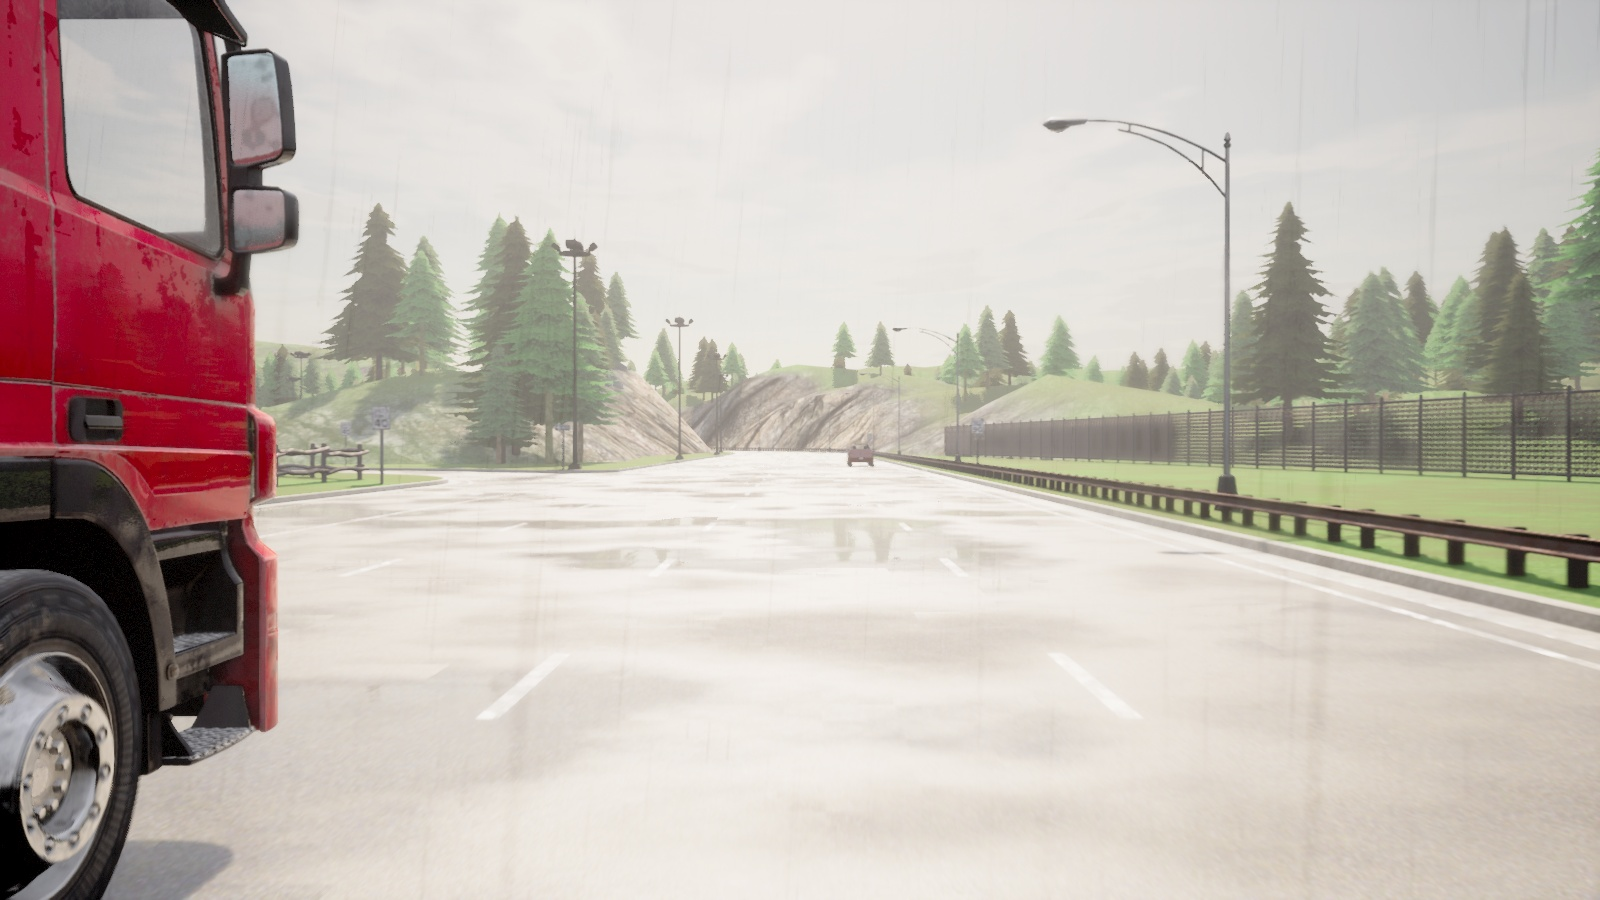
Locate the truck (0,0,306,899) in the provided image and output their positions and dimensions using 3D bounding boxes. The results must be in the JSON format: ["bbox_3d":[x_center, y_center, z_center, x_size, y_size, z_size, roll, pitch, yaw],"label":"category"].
[{"bbox_3d":[-3.476,-0.244,1.148,2.891,3.462,7.936,0,0,0],"label":"truck"}]

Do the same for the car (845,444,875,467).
[{"bbox_3d":[3.937,0.333,82.866,1.845,1.501,3.633,0,0,0],"label":"car"}]
